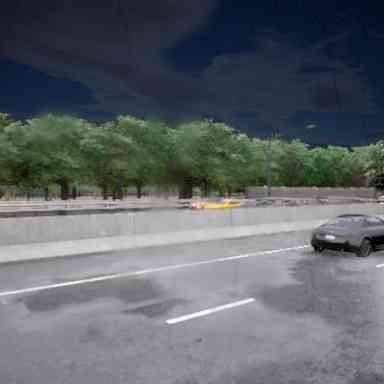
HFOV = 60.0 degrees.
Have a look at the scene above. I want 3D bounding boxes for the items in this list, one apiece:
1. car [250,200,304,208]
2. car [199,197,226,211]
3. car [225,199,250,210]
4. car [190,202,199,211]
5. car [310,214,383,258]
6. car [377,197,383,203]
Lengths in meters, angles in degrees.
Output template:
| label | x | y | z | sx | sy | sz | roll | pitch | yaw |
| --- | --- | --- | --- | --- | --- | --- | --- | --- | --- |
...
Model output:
| label | x | y | z | sx | sy | sz | roll | pitch | yaw |
| --- | --- | --- | --- | --- | --- | --- | --- | --- | --- |
| car | 7.165 | 1.491 | 26.270 | 4.892 | 1.490 | 1.837 | 0 | 0 | -35 |
| car | 3.449 | 1.468 | 32.213 | 5.008 | 1.535 | 1.882 | 0 | 0 | -35 |
| car | 5.622 | 1.494 | 29.465 | 4.892 | 1.490 | 1.837 | 0 | 0 | -35 |
| car | 1.955 | 1.343 | 35.440 | 4.553 | 1.767 | 2.097 | 0 | 0 | -35 |
| car | 6.453 | 1.547 | 12.766 | 4.181 | 1.385 | 1.994 | 0 | 0 | -35 |
| car | 34.385 | 1.497 | 58.448 | 5.008 | 1.535 | 1.882 | 0 | 0 | -35 |
